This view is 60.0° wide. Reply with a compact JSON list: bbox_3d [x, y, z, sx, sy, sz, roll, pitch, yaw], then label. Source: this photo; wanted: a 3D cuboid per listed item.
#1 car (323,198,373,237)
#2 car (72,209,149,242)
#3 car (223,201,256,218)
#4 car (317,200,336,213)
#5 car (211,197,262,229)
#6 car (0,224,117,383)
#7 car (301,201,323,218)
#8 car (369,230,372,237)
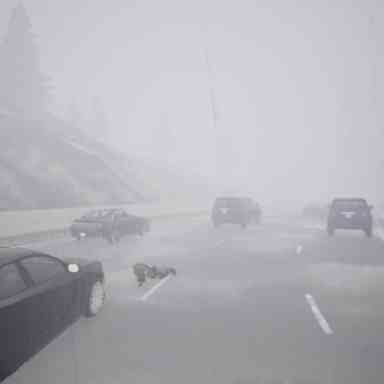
[{"bbox_3d":[9.129,1.330,19.230,2.150,2.045,5.566,0,0,27],"label":"car"},{"bbox_3d":[-3.788,1.574,16.269,2.128,1.511,4.902,0,0,19],"label":"car"},{"bbox_3d":[4.894,1.706,33.842,1.812,1.442,4.674,0,0,28],"label":"car"},{"bbox_3d":[16.599,1.751,41.020,1.812,1.442,4.674,0,0,27],"label":"car"},{"bbox_3d":[3.189,1.343,22.898,2.150,2.045,5.566,0,0,26],"label":"car"},{"bbox_3d":[-2.830,1.500,4.585,1.882,1.535,5.008,0,0,6],"label":"car"},{"bbox_3d":[11.760,1.700,31.836,1.812,1.442,4.674,0,0,28],"label":"car"},{"bbox_3d":[4.014,1.500,3.578,1.882,1.535,5.008,0,0,6],"label":"car"}]
